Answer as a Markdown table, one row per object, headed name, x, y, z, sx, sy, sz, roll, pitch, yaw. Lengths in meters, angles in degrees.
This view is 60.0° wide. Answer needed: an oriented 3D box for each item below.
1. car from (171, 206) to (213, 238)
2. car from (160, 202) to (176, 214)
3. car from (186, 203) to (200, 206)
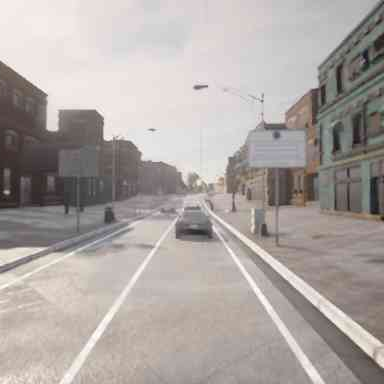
| name | x | y | z | sx | sy | sz | roll | pitch | yaw |
| --- | --- | --- | --- | --- | --- | --- | --- | --- | --- |
| car | 0.098 | 1.710 | 18.594 | 1.994 | 1.385 | 4.181 | 0 | -1 | 0 |
| car | -3.085 | 2.060 | 43.388 | 2.128 | 1.511 | 4.902 | 0 | -1 | 0 |
| car | 0.096 | 1.961 | 36.306 | 2.128 | 1.511 | 4.902 | 0 | -1 | 0 |
